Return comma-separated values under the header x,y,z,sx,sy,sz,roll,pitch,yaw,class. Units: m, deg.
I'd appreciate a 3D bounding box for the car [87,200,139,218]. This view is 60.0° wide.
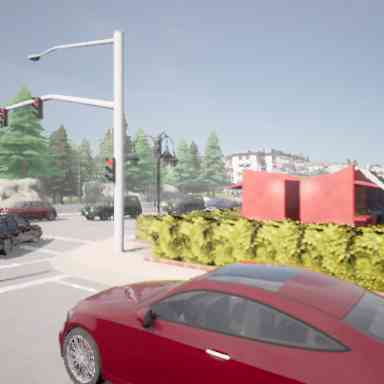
x,y,z,sx,sy,sz,roll,pitch,yaw,class
-7.799,1.598,33.252,1.882,1.535,5.008,0,0,36,car

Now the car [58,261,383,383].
x,y,z,sx,sy,sz,roll,pitch,yaw,class
0.499,1.530,3.634,4.674,1.442,1.812,0,0,36,car

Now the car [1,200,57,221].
x,y,z,sx,sy,sz,roll,pitch,yaw,class
-13.037,1.473,26.027,2.097,1.767,4.553,0,0,36,car

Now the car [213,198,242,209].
x,y,z,sx,sy,sz,roll,pitch,yaw,class
5.158,1.675,45.141,1.994,1.385,4.181,0,0,36,car

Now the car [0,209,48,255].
x,y,z,sx,sy,sz,roll,pitch,yaw,class
-7.849,1.622,13.527,2.033,1.411,5.357,0,0,-7,car

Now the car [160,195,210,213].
x,y,z,sx,sy,sz,roll,pitch,yaw,class
-0.694,1.333,37.091,2.150,2.045,5.566,0,0,36,car

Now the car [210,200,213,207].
x,y,z,sx,sy,sz,roll,pitch,yaw,class
3.981,1.598,49.467,1.882,1.535,5.008,0,0,36,car

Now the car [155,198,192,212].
x,y,z,sx,sy,sz,roll,pitch,yaw,class
-2.180,1.598,41.001,1.882,1.535,5.008,0,0,36,car

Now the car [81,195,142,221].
x,y,z,sx,sy,sz,roll,pitch,yaw,class
-6.778,1.333,28.705,2.150,2.045,5.566,0,0,36,car
